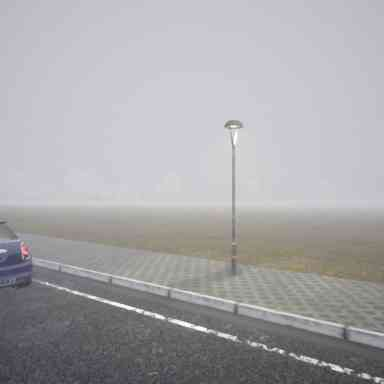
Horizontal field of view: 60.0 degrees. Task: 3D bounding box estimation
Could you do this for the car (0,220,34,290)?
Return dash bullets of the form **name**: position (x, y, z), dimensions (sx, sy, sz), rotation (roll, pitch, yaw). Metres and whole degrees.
- **car**: position (-5.798, 1.357, 7.914), dimensions (4.553, 1.767, 2.097), rotation (0, 0, 36)
